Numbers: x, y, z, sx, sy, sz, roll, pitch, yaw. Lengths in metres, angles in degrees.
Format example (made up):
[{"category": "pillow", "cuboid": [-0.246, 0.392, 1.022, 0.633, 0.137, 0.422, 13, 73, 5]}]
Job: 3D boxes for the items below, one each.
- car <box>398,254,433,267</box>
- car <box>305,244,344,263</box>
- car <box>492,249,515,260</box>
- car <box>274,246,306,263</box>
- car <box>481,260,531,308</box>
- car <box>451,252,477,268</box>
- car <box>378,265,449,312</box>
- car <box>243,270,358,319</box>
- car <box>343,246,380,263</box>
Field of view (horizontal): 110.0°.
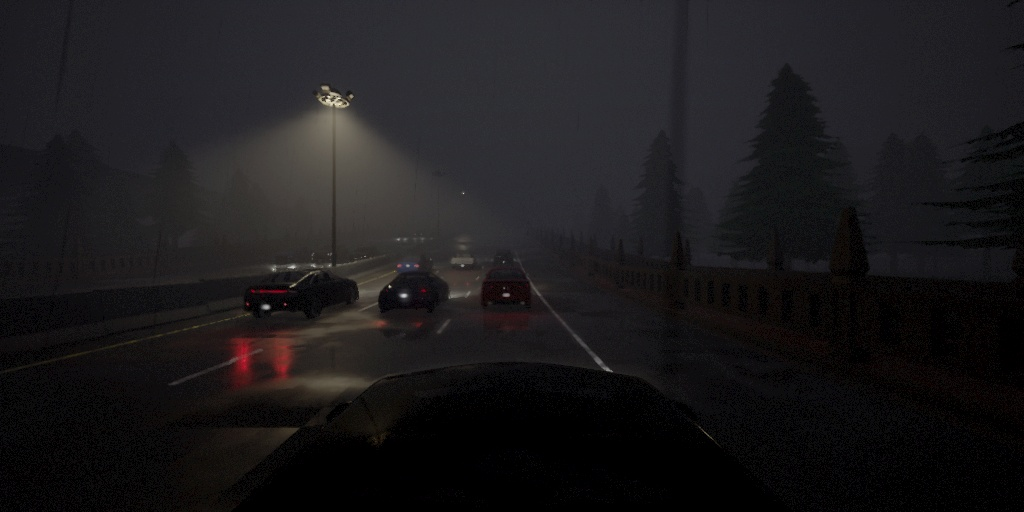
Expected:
[{"category": "car", "cuboid": [-7.662, 0.583, 28.692, 2.033, 1.411, 5.357, 0, 4, -1]}, {"category": "car", "cuboid": [-18.578, -0.374, 36.754, 2.097, 1.767, 4.553, 0, 6, -2]}, {"category": "car", "cuboid": [-0.819, 0.046, 34.589, 1.837, 1.490, 4.892, 0, 6, -2]}, {"category": "car", "cuboid": [-22.076, -0.243, 36.628, 1.882, 1.535, 5.008, 0, 6, -2]}, {"category": "car", "cuboid": [-0.263, 1.173, 15.193, 1.882, 1.535, 5.008, 0, 1, -1]}, {"category": "car", "cuboid": [-4.264, 0.320, 32.604, 1.895, 1.301, 4.718, 0, 5, -2]}, {"category": "car", "cuboid": [-3.733, 1.282, 14.197, 1.994, 1.385, 4.181, 0, 1, -2]}, {"category": "car", "cuboid": [-7.207, 1.232, 12.837, 2.128, 1.511, 4.902, 0, 1, -1]}, {"category": "car", "cuboid": [-15.078, -0.215, 36.790, 1.837, 1.490, 4.892, 0, 6, -2]}]
